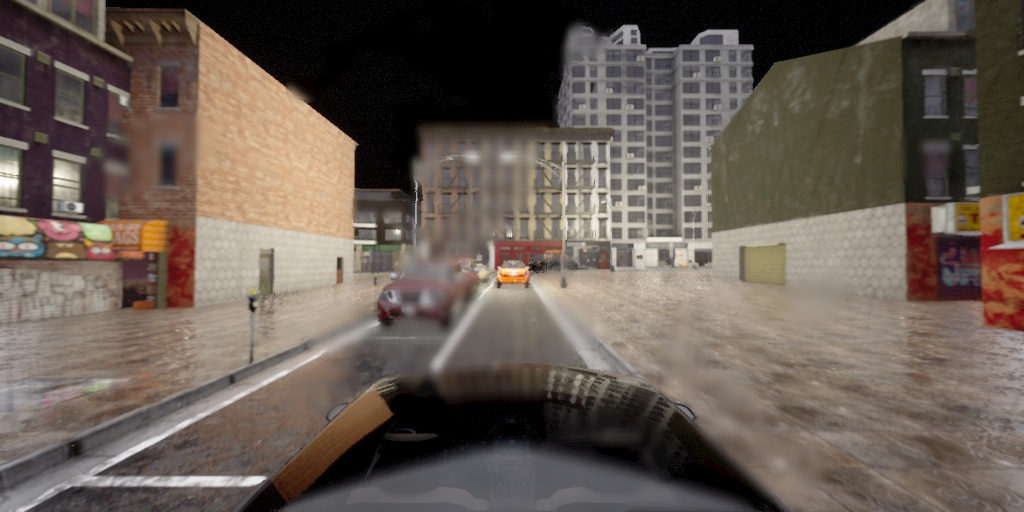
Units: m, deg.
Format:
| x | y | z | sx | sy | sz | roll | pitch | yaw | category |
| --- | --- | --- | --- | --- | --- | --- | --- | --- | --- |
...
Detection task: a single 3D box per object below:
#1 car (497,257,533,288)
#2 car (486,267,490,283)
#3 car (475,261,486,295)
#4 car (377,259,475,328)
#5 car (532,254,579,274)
| x | y | z | sx | sy | sz | roll | pitch | yaw | category |
| --- | --- | --- | --- | --- | --- | --- | --- | --- | --- |
| 0.090 | 1.093 | 23.962 | 2.097 | 1.767 | 4.553 | 0 | 0 | 0 | car |
| -2.638 | 1.265 | 28.073 | 1.751 | 1.417 | 4.829 | 0 | 0 | 0 | car |
| -2.637 | 1.057 | 17.178 | 2.192 | 1.841 | 5.009 | 0 | 0 | 0 | car |
| -2.637 | 1.059 | 11.647 | 2.192 | 1.841 | 5.009 | 0 | 0 | 0 | car |
| 4.554 | 0.860 | 38.947 | 5.566 | 2.045 | 2.150 | 0 | -3 | -27 | car |
